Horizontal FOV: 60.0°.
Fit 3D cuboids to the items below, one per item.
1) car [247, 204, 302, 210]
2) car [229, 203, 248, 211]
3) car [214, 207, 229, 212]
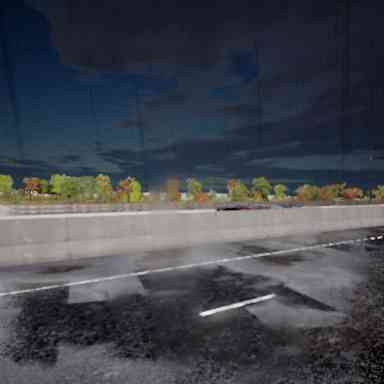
[{"bbox_3d":[7.219,1.700,26.384,5.357,1.411,2.033,0,0,-35],"label":"car"},{"bbox_3d":[5.949,1.763,29.770,4.718,1.301,1.895,0,0,-35],"label":"car"},{"bbox_3d":[4.502,1.772,33.034,4.718,1.301,1.895,0,0,-35],"label":"car"}]
